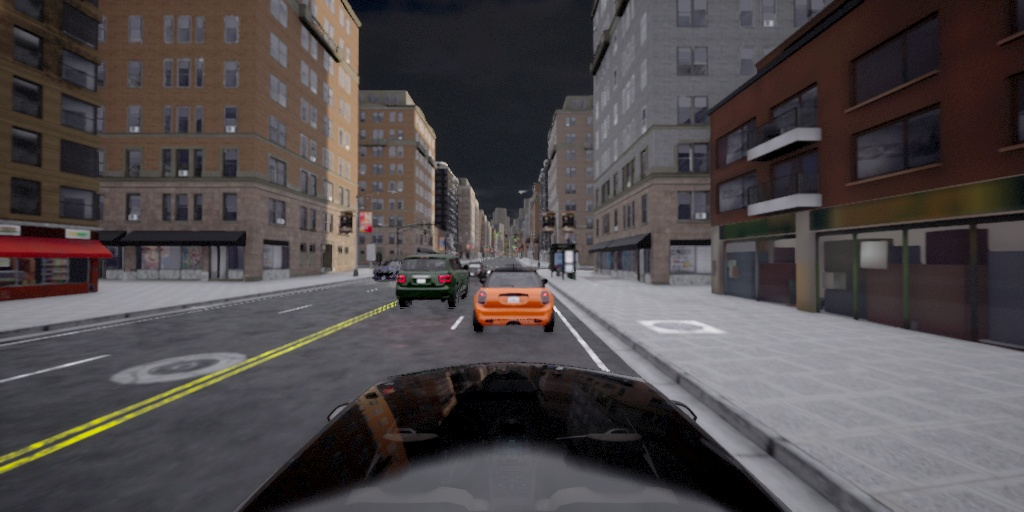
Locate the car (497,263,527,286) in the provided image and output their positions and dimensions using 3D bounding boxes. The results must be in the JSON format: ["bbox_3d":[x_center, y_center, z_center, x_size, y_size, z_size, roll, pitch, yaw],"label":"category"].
[{"bbox_3d":[0.051,1.286,26.739,2.033,1.411,5.357,0,0,1],"label":"car"}]

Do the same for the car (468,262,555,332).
[{"bbox_3d":[0.058,1.095,10.946,2.097,1.767,4.553,0,0,0],"label":"car"}]

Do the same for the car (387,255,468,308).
[{"bbox_3d":[-3.165,0.964,15.216,2.150,2.045,5.566,0,0,0],"label":"car"}]

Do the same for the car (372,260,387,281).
[{"bbox_3d":[-9.831,1.089,29.724,2.097,1.767,4.553,0,0,0],"label":"car"}]

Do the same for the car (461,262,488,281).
[{"bbox_3d":[-3.161,1.263,30.758,1.812,1.442,4.674,0,0,0],"label":"car"}]
